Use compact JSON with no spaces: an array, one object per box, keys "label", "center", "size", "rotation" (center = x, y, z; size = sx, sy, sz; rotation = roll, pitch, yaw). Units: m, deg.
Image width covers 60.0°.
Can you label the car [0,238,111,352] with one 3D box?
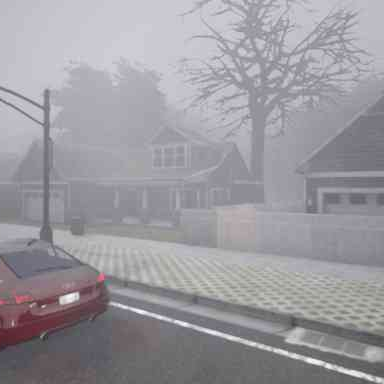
[{"label":"car","center":[-3.470,1.563,6.149],"size":[4.181,1.385,1.994],"rotation":[0,0,35]}]
